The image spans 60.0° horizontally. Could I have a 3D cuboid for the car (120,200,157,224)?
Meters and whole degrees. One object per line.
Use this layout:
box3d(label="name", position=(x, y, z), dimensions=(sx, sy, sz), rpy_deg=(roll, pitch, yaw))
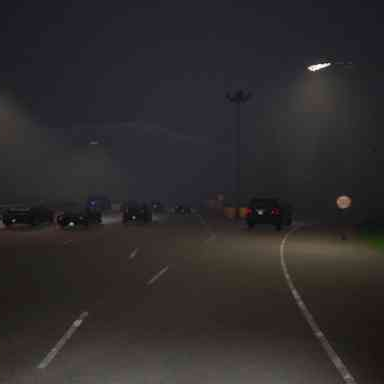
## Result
box3d(label="car", position=(-4.227, 1.632, 26.257), dimensions=(2.128, 1.511, 4.902), rpy_deg=(0, 0, -2))

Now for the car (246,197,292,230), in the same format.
box3d(label="car", position=(5.341, 1.384, 22.665), dimensions=(2.150, 2.045, 5.566), rpy_deg=(-1, 0, 26))

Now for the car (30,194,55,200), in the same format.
box3d(label="car", position=(-30.008, 1.626, 66.871), dimensions=(2.097, 1.767, 4.553), rpy_deg=(0, 0, -2))

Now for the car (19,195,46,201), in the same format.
box3d(label="car", position=(-26.181, 1.715, 54.195), dimensions=(1.837, 1.490, 4.892), rpy_deg=(0, 0, -1))

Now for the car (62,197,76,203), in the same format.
box3d(label="car", position=(-30.455, 1.910, 82.336), dimensions=(1.994, 1.385, 4.181), rpy_deg=(0, 0, -2))

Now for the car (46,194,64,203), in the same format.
box3d(label="car", position=(-33.961, 1.567, 82.537), dimensions=(2.150, 2.045, 5.566), rpy_deg=(0, 0, -2))

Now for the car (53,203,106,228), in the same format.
box3d(label="car", position=(-7.638, 1.707, 23.104), dimensions=(1.895, 1.301, 4.718), rpy_deg=(0, 0, -2))

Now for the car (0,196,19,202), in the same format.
box3d(label="car", position=(-29.606, 1.727, 51.442), dimensions=(2.033, 1.411, 5.357), rpy_deg=(0, 0, -1))

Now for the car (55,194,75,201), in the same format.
box3d(label="car", position=(-26.575, 1.778, 69.227), dimensions=(1.882, 1.535, 5.008), rpy_deg=(0, 0, -2))

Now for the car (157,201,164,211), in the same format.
box3d(label="car", position=(-4.741, 1.809, 44.106), dimensions=(1.994, 1.385, 4.181), rpy_deg=(0, 0, -2))

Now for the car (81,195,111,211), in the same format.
box3d(label="car", position=(-11.672, 1.423, 41.644), dimensions=(2.150, 2.045, 5.566), rpy_deg=(0, 0, -2))

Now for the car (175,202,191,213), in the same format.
box3d(label="car", position=(-1.129, 1.838, 40.197), dimensions=(1.895, 1.301, 4.718), rpy_deg=(0, 0, -2))

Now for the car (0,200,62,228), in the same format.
box3d(label="car", position=(-11.140, 1.583, 23.129), dimensions=(2.128, 1.511, 4.902), rpy_deg=(0, 0, -2))
